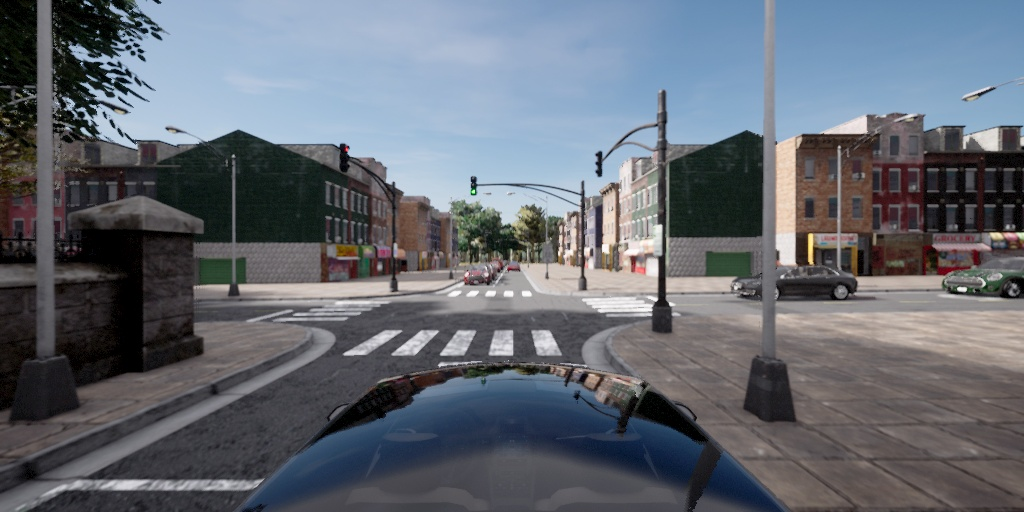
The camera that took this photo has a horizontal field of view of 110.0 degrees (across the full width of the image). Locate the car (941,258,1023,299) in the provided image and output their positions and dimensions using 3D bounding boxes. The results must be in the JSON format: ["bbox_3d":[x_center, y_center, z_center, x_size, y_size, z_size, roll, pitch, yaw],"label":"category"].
[{"bbox_3d":[22.099,0.858,15.812,4.553,1.767,2.097,-1,0,0],"label":"car"}]

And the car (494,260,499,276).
[{"bbox_3d":[-2.539,1.413,33.054,1.967,1.591,4.097,0,0,0],"label":"car"}]

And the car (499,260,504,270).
[{"bbox_3d":[-2.485,1.647,49.357,1.888,1.381,4.507,0,0,0],"label":"car"}]

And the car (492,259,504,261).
[{"bbox_3d":[-2.835,1.651,60.434,1.801,1.575,5.366,0,0,0],"label":"car"}]

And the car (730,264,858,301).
[{"bbox_3d":[12.321,1.141,15.845,4.892,1.490,1.837,-1,0,0],"label":"car"}]

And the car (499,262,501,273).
[{"bbox_3d":[-2.521,1.581,38.489,1.948,1.339,4.313,0,0,0],"label":"car"}]

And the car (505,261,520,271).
[{"bbox_3d":[0.279,1.731,57.302,1.994,1.385,4.181,0,-1,0],"label":"car"}]

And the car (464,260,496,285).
[{"bbox_3d":[-2.557,1.372,27.620,1.967,1.591,4.097,0,0,0],"label":"car"}]
